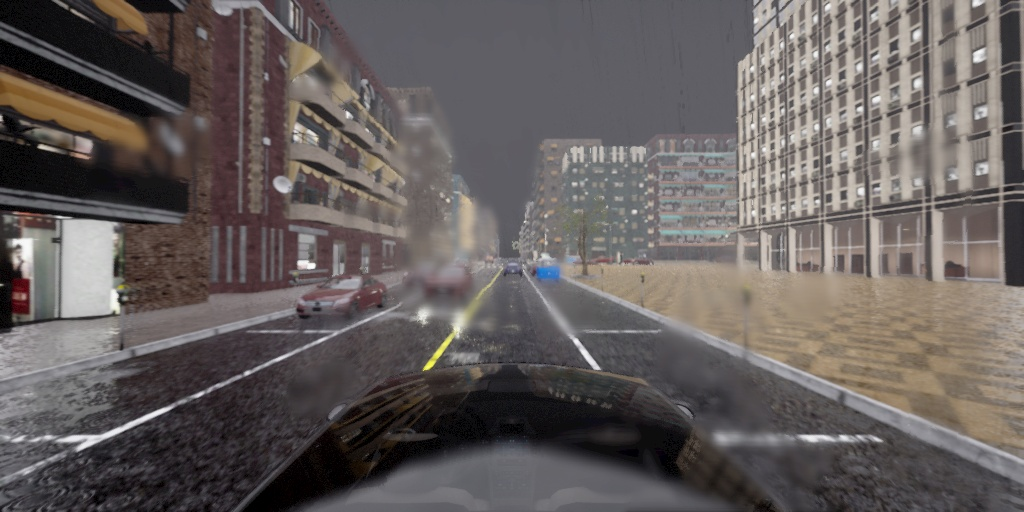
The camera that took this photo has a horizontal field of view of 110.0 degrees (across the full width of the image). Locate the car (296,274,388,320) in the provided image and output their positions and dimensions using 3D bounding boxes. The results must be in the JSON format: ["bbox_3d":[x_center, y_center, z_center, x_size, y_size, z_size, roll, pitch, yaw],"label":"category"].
[{"bbox_3d":[-5.689,1.321,12.548,1.802,1.307,4.207,0,0,0],"label":"car"}]

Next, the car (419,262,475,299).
[{"bbox_3d":[-3.000,1.246,18.074,1.882,1.535,5.008,0,0,0],"label":"car"}]

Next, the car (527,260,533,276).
[{"bbox_3d":[2.776,1.261,35.535,1.888,1.381,4.507,0,0,0],"label":"car"}]

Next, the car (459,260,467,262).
[{"bbox_3d":[-5.768,1.298,34.826,1.802,1.307,4.207,0,0,0],"label":"car"}]

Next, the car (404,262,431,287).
[{"bbox_3d":[-5.694,1.167,23.687,1.967,1.591,4.097,0,0,0],"label":"car"}]

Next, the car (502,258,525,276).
[{"bbox_3d":[0.101,1.241,36.296,1.812,1.442,4.674,0,0,0],"label":"car"}]

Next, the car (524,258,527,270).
[{"bbox_3d":[2.822,1.256,45.966,2.007,1.370,4.403,0,0,0],"label":"car"}]

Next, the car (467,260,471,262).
[{"bbox_3d":[-5.818,1.147,43.730,1.967,1.591,4.097,0,0,0],"label":"car"}]

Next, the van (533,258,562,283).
[{"bbox_3d":[2.719,1.065,27.074,1.690,1.789,3.998,0,0,0],"label":"van"}]
